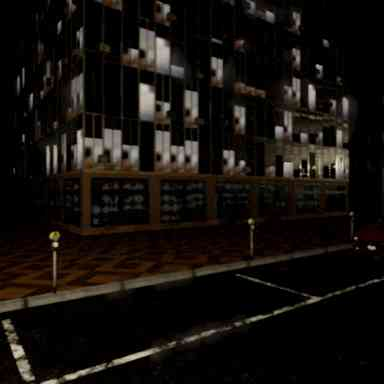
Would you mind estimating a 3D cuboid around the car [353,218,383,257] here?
[{"bbox_3d":[7.554,1.529,11.908,4.507,1.381,1.887,0,0,-35],"label":"car"}]
